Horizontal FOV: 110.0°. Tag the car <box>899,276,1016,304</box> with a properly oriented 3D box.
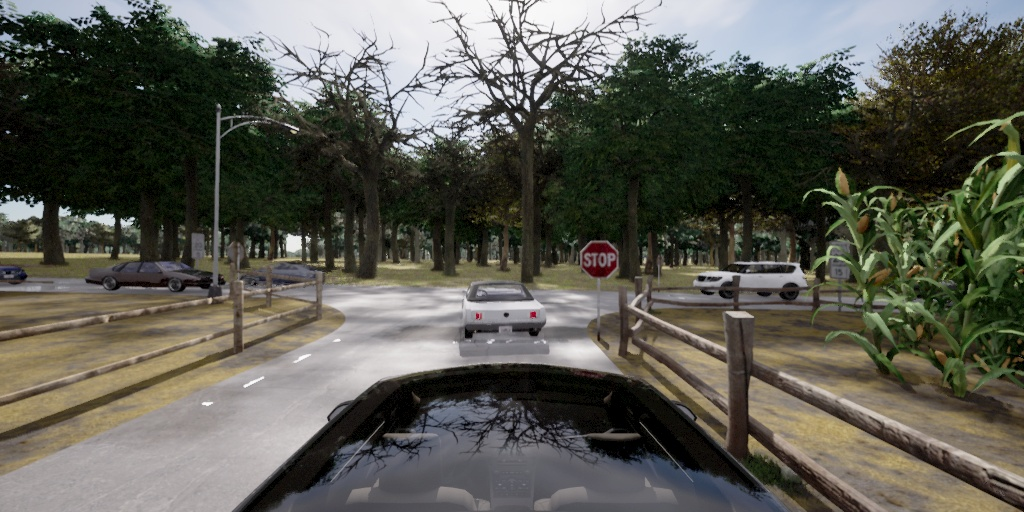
[{"bbox_3d":[24.670,1.835,19.957,5.008,1.535,1.882,2,0,0],"label":"car"}]

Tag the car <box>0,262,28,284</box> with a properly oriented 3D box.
[{"bbox_3d":[-26.501,0.669,17.240,4.674,1.442,1.812,1,0,0],"label":"car"}]

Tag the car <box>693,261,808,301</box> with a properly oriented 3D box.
[{"bbox_3d":[13.212,1.307,19.996,5.566,2.045,2.150,1,0,-1],"label":"car"}]

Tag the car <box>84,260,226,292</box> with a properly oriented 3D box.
[{"bbox_3d":[-16.978,0.916,17.199,5.357,1.411,2.033,1,0,0],"label":"car"}]

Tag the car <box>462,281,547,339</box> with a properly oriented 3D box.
[{"bbox_3d":[-0.459,1.346,10.174,1.895,1.301,4.718,0,0,-8],"label":"car"}]

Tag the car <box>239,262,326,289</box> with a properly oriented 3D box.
[{"bbox_3d":[-12.802,1.034,20.127,4.181,1.385,1.994,1,0,0],"label":"car"}]
